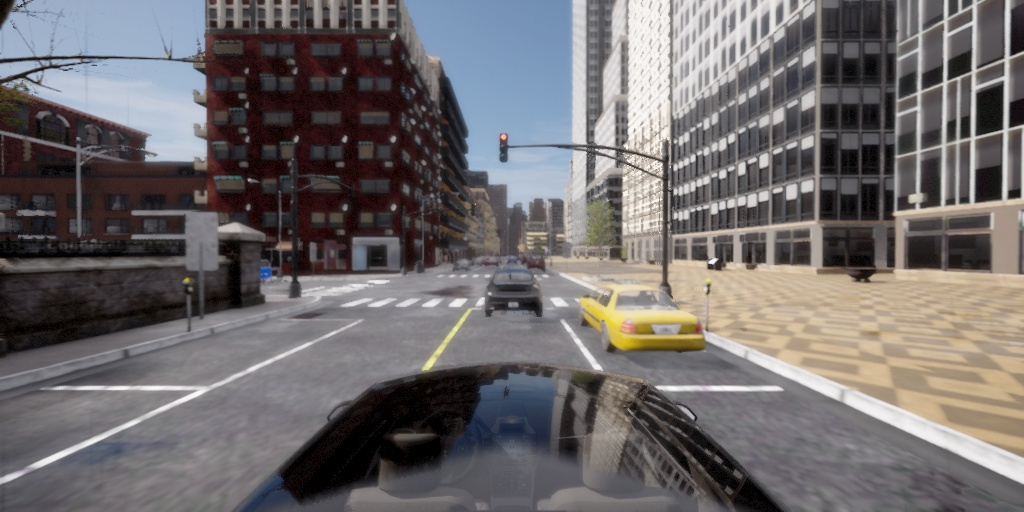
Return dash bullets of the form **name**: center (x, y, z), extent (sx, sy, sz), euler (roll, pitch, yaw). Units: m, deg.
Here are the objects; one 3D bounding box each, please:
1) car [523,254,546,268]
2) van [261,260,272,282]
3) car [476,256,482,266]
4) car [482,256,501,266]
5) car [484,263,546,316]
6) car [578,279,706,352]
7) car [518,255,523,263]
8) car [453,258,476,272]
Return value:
- **car**: center (2.715, 0.784, 40.812), extent (2.192, 1.841, 5.009), euler (0, 0, 0)
- **van**: center (-20.750, 1.198, 27.591), extent (3.998, 1.789, 1.690), euler (0, 0, 0)
- **car**: center (-5.653, 0.914, 57.397), extent (2.007, 1.370, 4.403), euler (0, 0, 0)
- **car**: center (-3.036, 0.859, 54.438), extent (1.882, 1.535, 5.008), euler (0, 0, 0)
- **car**: center (0.063, 1.177, 12.892), extent (1.837, 1.490, 4.892), euler (0, 0, 0)
- **car**: center (2.693, 1.225, 8.571), extent (1.751, 1.417, 4.829), euler (0, 0, 0)
- **car**: center (2.731, 0.645, 62.917), extent (2.192, 1.841, 5.009), euler (0, 0, 0)
- **car**: center (-5.664, 1.019, 40.818), extent (2.007, 1.370, 4.403), euler (0, 0, 0)
